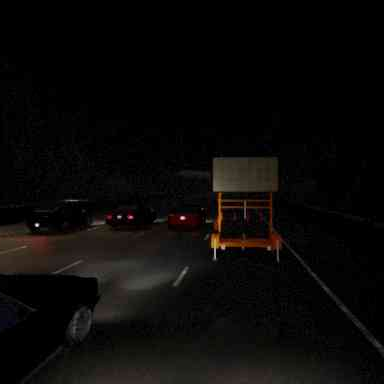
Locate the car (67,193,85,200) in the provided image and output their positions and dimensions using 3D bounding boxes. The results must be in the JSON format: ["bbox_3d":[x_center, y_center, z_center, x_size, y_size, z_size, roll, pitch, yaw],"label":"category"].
[{"bbox_3d":[-22.565,0.852,65.012,1.994,1.385,4.181,0,1,8],"label":"car"}]

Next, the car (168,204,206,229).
[{"bbox_3d":[-0.247,1.470,21.114,1.994,1.385,4.181,0,1,8],"label":"car"}]

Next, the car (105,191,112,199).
[{"bbox_3d":[-15.247,0.771,66.836,1.812,1.442,4.674,0,1,8],"label":"car"}]

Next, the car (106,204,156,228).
[{"bbox_3d":[-3.753,1.455,21.311,2.033,1.411,5.357,0,1,8],"label":"car"}]

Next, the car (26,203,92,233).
[{"bbox_3d":[-7.554,1.429,19.369,1.837,1.490,4.892,0,0,8],"label":"car"}]

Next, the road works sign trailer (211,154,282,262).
[{"bbox_3d":[1.925,0.429,12.057,2.380,3.560,2.880,0,0,8],"label":"road works sign trailer"}]

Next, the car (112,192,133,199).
[{"bbox_3d":[-12.465,0.824,61.806,2.128,1.511,4.902,0,1,8],"label":"car"}]

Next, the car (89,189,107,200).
[{"bbox_3d":[-18.742,0.475,67.088,2.150,2.045,5.566,0,1,8],"label":"car"}]

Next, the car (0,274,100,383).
[{"bbox_3d":[-2.688,1.597,3.413,1.895,1.301,4.718,0,0,8],"label":"car"}]
